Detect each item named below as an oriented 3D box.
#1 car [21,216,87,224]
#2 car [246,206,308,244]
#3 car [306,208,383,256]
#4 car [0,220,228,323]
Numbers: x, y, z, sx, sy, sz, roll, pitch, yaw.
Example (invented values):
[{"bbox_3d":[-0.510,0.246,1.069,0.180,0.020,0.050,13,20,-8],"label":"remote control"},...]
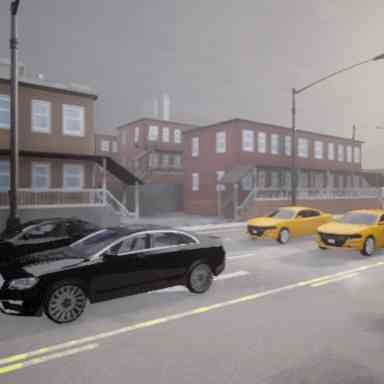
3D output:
[{"bbox_3d":[-4.199,1.476,9.578,5.008,1.535,1.882,0,0,-35],"label":"car"},{"bbox_3d":[4.783,1.466,15.980,5.008,1.535,1.882,0,0,-35],"label":"car"},{"bbox_3d":[7.001,1.466,13.258,5.008,1.535,1.882,0,0,-35],"label":"car"},{"bbox_3d":[-1.436,1.489,7.251,4.902,1.511,2.128,0,0,-35],"label":"car"}]
